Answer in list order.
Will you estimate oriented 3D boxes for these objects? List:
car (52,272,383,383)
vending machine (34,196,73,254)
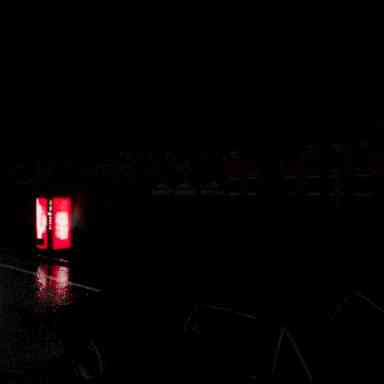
[{"bbox_3d":[0.572,1.600,3.589,4.718,1.301,1.895,0,0,36],"label":"car"},{"bbox_3d":[-5.269,1.195,12.683,0.880,2.100,1.100,0,0,36],"label":"vending machine"}]
